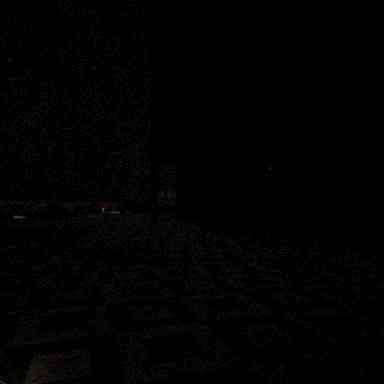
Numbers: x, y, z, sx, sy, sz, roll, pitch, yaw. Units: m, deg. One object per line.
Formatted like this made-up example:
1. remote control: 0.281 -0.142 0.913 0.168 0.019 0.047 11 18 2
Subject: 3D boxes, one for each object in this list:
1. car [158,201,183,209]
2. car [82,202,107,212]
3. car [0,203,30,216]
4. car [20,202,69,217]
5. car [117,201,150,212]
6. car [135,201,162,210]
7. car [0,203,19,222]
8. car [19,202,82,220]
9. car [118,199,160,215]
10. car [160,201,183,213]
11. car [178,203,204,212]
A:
1. car: -3.770 2.306 58.748 2.008 1.369 4.403 -1 -2 35
2. car: -13.596 2.016 44.963 1.887 1.381 4.507 -1 -2 35
3. car: -20.147 1.842 35.772 2.008 1.369 4.403 -1 -1 35
4. car: -16.182 1.867 36.727 1.812 1.442 4.674 0 -1 36
5. car: -8.338 2.086 47.703 1.812 1.442 4.674 0 -1 36
6. car: -7.045 2.210 54.153 2.008 1.369 4.403 -1 -2 35
7. car: -16.486 1.775 26.222 1.947 1.339 4.313 -1 -2 35
8. car: -13.112 1.824 30.956 1.752 1.417 4.829 -1 -2 35
9. car: -6.660 1.792 40.015 2.192 1.841 5.009 -1 -2 35
10. car: -3.383 2.114 44.604 1.887 1.381 4.507 -1 -2 35
11. car: -0.103 2.246 49.204 1.802 1.307 4.206 -1 -2 36
